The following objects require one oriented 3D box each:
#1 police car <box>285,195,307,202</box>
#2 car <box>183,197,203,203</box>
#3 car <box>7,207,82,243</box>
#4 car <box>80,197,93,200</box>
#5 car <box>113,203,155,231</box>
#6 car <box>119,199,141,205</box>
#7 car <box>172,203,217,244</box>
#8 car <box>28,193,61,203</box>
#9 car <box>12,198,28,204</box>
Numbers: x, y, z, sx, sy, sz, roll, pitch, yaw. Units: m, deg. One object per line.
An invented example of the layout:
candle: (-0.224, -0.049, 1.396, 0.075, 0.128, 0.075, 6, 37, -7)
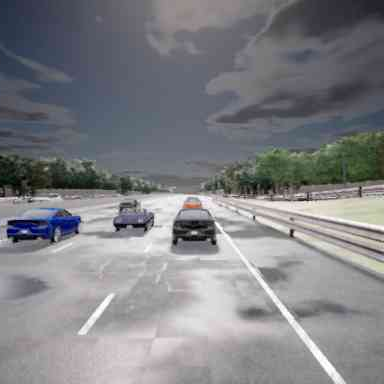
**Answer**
police car: (18.695, 1.089, 60.048, 2.038, 1.542, 4.974, 0, -2, -17)
car: (0.091, 1.361, 36.743, 2.097, 1.767, 4.553, 0, 0, 0)
car: (-6.904, 1.486, 16.176, 1.882, 1.535, 5.008, 0, 0, 0)
car: (-17.559, 1.544, 55.268, 2.033, 1.411, 5.357, 0, 0, 1)
car: (-3.405, 1.610, 20.459, 1.895, 1.301, 4.718, 0, 0, 0)
car: (-6.909, 1.513, 37.288, 1.837, 1.490, 4.892, 0, 0, 0)
car: (0.097, 1.486, 15.834, 1.882, 1.535, 5.008, 0, 0, 0)
car: (-21.083, 1.223, 48.576, 2.150, 2.045, 5.566, 0, 0, 0)
car: (-24.578, 1.565, 48.901, 1.994, 1.385, 4.181, 0, 0, 0)
